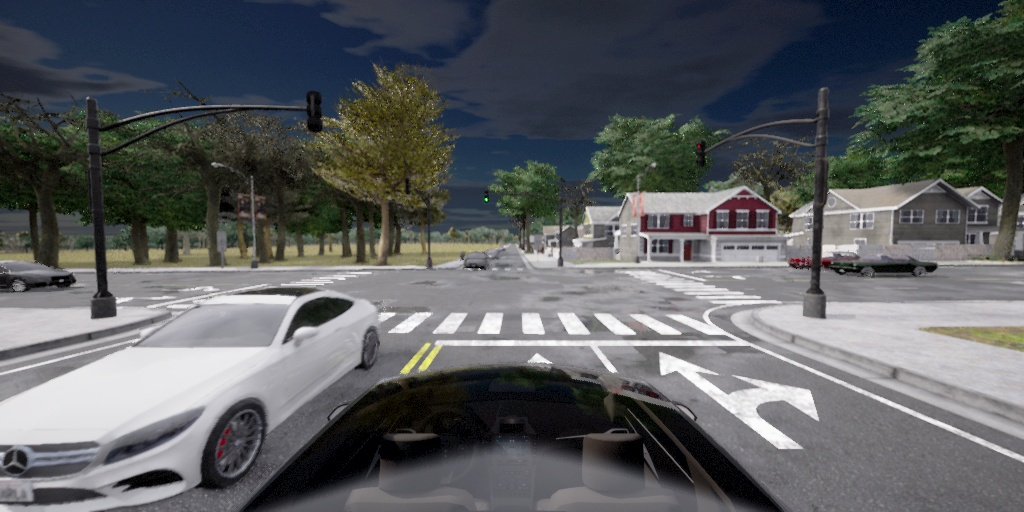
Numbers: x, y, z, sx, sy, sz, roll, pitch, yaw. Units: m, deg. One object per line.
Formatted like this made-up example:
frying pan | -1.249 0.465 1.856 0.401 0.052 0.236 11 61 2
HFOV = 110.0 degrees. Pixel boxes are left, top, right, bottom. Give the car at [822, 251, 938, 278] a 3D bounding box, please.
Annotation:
car | 21.558 0.527 21.002 4.718 1.301 1.895 0 3 1

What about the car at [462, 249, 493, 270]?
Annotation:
car | -2.820 0.417 29.120 1.837 1.490 4.892 0 2 1

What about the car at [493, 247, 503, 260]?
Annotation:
car | -2.650 -0.185 48.095 2.128 1.511 4.902 0 3 0

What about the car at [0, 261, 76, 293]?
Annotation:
car | -25.215 1.011 18.151 4.892 1.490 1.837 0 3 1

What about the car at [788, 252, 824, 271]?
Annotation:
car | 21.561 0.362 24.247 4.718 1.301 1.895 0 3 1

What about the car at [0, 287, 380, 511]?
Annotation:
car | -3.232 1.191 4.638 1.812 1.442 4.674 0 2 0
